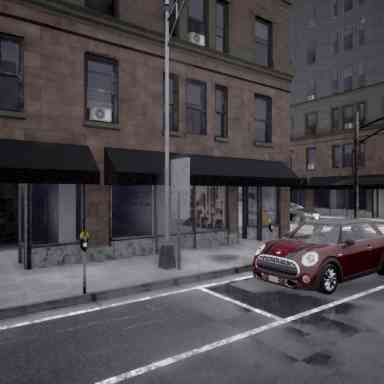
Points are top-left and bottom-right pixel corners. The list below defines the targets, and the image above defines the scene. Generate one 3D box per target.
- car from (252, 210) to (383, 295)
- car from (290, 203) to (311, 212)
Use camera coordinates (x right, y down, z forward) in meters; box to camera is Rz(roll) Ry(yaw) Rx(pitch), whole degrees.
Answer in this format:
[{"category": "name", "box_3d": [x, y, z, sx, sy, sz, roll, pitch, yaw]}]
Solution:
[{"category": "car", "box_3d": [3.464, 1.440, 8.670, 4.097, 1.590, 1.967, 0, 0, -36]}, {"category": "car", "box_3d": [7.071, 1.537, 24.623, 2.128, 1.511, 4.902, 0, 0, -35]}]
